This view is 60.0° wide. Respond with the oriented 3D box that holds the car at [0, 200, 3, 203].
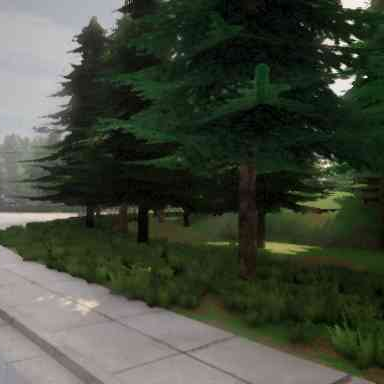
[{"bbox_3d":[-39.320,2.289,70.894,1.837,1.490,4.892,1,-1,3],"label":"car"}]
